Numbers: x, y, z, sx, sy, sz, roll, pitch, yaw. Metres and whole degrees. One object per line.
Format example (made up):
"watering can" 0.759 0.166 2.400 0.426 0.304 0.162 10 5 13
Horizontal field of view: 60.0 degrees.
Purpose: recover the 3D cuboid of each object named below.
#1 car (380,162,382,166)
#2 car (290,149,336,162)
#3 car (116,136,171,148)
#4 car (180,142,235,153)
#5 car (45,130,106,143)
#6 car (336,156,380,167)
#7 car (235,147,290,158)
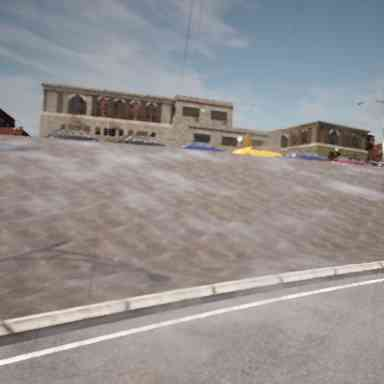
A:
"car" 22.249 -2.689 37.556 4.674 1.452 2.002 3 -1 -20
"car" 11.670 -3.405 33.801 4.553 1.767 2.185 3 -1 -18
"car" -4.256 -4.079 29.103 4.892 1.521 2.231 3 -1 -14
"car" 1.090 -3.777 30.555 4.674 1.452 2.002 3 -1 -15
"car" -9.604 -4.321 27.757 4.892 1.521 2.231 2 -1 -14
"car" 17.073 -2.970 35.661 4.792 1.488 2.163 3 -1 -19
"car" 6.407 -3.548 32.124 5.008 1.535 2.097 3 -1 -16
